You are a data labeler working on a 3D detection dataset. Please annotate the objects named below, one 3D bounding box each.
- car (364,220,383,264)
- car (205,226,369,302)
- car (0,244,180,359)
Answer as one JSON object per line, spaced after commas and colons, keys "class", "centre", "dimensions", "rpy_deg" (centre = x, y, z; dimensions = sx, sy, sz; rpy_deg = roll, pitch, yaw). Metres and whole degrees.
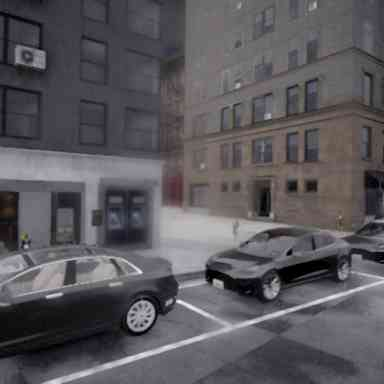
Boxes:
{"class": "car", "centre": [6.963, 1.684, 11.730], "dimensions": [4.313, 1.339, 1.947], "rpy_deg": [1, 0, -36]}
{"class": "car", "centre": [2.346, 1.630, 8.434], "dimensions": [4.313, 1.339, 1.947], "rpy_deg": [1, 0, -36]}
{"class": "car", "centre": [-2.271, 1.560, 5.137], "dimensions": [4.403, 1.369, 2.008], "rpy_deg": [1, 0, -36]}
